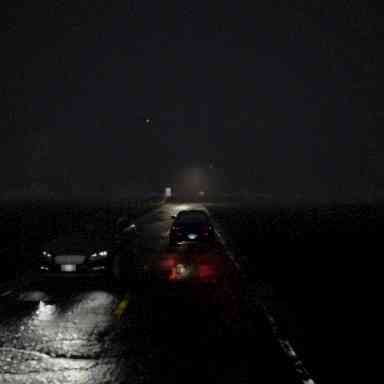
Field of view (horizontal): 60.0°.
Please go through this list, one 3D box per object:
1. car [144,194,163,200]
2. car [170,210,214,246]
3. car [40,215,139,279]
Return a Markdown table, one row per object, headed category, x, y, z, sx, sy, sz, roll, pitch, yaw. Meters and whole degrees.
| category | x | y | z | sx | sy | sz | roll | pitch | yaw |
| --- | --- | --- | --- | --- | --- | --- | --- | --- | --- |
| car | -9.433 | 1.329 | 83.009 | 5.008 | 1.535 | 1.882 | 1 | 1 | 6 |
| car | 0.012 | 1.527 | 15.095 | 1.812 | 1.442 | 4.674 | 0 | 0 | 0 |
| car | -2.834 | 1.492 | 10.109 | 2.128 | 1.511 | 4.902 | 0 | 0 | 0 |
